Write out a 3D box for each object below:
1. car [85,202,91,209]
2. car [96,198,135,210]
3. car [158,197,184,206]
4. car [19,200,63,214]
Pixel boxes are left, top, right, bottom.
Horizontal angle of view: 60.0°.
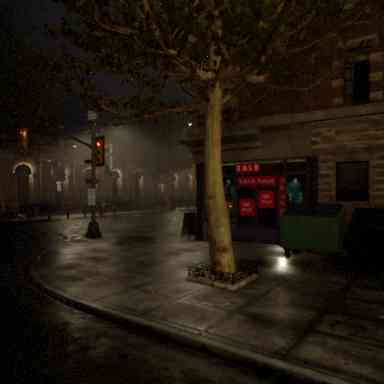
[{"bbox_3d":[-12.108,1.580,45.105,1.895,1.301,4.718,0,0,36],"label":"car"},{"bbox_3d":[-9.580,1.478,43.228,2.128,1.511,4.902,0,0,36],"label":"car"},{"bbox_3d":[-3.200,1.464,51.982,1.882,1.535,5.008,0,0,36],"label":"car"},{"bbox_3d":[-15.696,1.550,34.808,1.994,1.385,4.181,0,0,36],"label":"car"}]
